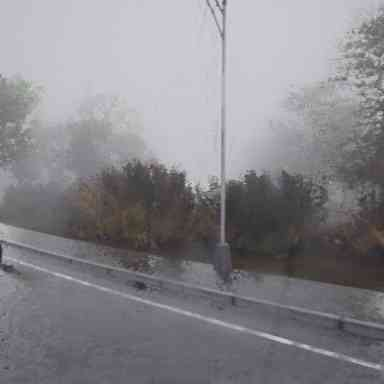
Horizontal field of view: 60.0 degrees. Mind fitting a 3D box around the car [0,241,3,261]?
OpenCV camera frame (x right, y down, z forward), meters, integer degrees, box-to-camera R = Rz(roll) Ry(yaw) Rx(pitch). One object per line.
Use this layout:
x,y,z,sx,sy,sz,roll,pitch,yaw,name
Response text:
-7.748,1.574,10.688,4.181,1.385,1.994,0,0,42,car
